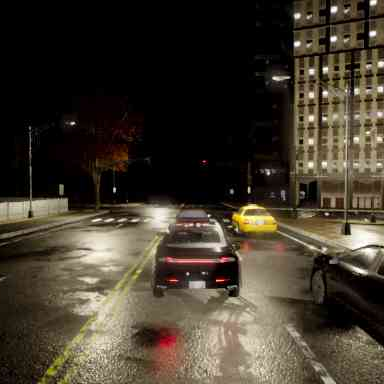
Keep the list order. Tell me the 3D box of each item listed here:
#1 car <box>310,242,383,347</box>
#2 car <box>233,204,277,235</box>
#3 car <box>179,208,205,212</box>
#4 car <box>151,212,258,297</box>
[{"bbox_3d":[3.348,1.489,4.963,2.128,1.511,4.902,0,0,0],"label":"car"},{"bbox_3d":[3.322,1.453,18.569,1.801,1.575,5.366,0,0,0],"label":"car"},{"bbox_3d":[0.001,1.544,17.549,2.033,1.411,5.357,0,0,0],"label":"car"},{"bbox_3d":[0.078,1.489,8.526,2.128,1.511,4.902,0,0,0],"label":"car"}]
